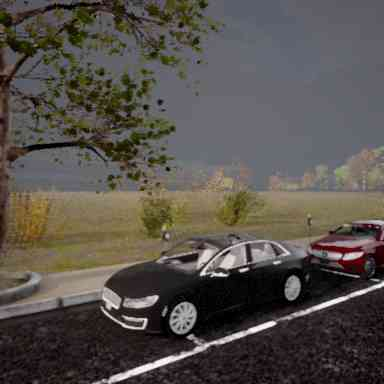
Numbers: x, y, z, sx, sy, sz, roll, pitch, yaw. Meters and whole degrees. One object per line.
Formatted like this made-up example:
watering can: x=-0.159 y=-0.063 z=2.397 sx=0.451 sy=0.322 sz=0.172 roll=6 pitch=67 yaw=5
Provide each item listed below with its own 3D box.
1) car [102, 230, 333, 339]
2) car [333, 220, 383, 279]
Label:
car: x=0.486 y=1.520 z=6.435 sx=4.403 sy=1.369 sz=2.008 roll=-1 pitch=1 yaw=-35
car: x=5.090 y=1.509 z=9.719 sx=4.206 sy=1.307 sz=1.802 roll=-1 pitch=1 yaw=-35
